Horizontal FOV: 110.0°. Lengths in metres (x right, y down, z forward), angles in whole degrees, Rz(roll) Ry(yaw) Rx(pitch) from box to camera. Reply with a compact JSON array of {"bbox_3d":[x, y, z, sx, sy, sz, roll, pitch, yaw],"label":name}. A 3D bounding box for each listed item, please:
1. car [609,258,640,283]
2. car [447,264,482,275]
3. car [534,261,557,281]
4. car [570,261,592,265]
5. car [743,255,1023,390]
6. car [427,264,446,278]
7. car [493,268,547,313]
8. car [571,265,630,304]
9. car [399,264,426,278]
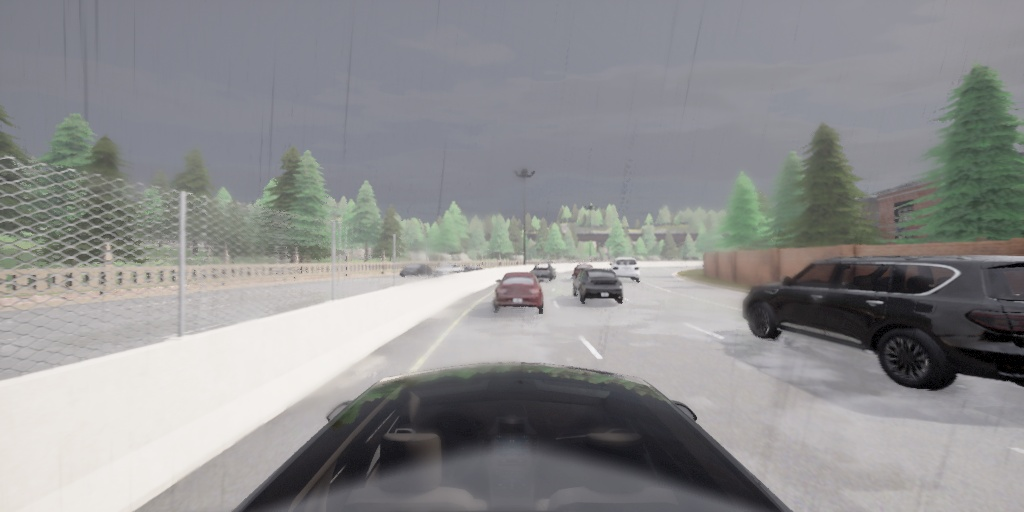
[{"bbox_3d":[9.797,1.184,31.315,2.150,2.045,5.566,0,0,13],"label":"car"},{"bbox_3d":[-4.099,1.583,34.081,1.895,1.301,4.718,0,0,14],"label":"car"},{"bbox_3d":[2.917,1.462,32.383,2.128,1.511,4.902,0,0,13],"label":"car"},{"bbox_3d":[6.881,1.458,33.798,1.882,1.535,5.008,0,0,15],"label":"car"},{"bbox_3d":[7.093,1.012,7.007,2.150,2.045,5.566,0,0,1],"label":"car"},{"bbox_3d":[-6.720,1.535,37.825,1.812,1.442,4.674,0,0,16],"label":"car"},{"bbox_3d":[0.310,1.367,14.449,1.812,1.442,4.674,0,0,3],"label":"car"},{"bbox_3d":[4.020,1.366,17.226,1.837,1.490,4.892,0,0,4],"label":"car"},{"bbox_3d":[-10.172,1.539,38.348,1.812,1.442,4.674,0,0,15],"label":"car"}]
